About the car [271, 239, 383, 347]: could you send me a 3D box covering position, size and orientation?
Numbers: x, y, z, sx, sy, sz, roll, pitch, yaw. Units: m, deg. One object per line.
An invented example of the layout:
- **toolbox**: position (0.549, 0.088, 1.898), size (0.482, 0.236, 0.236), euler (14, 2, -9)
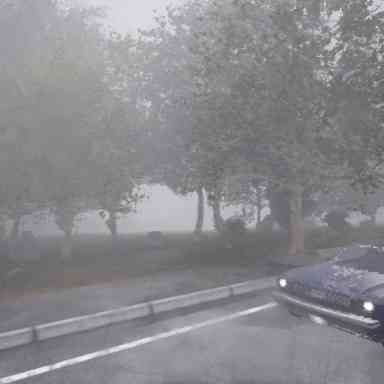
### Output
- **car**: position (3.711, 1.652, 6.336), size (4.718, 1.301, 1.895), euler (1, 0, -36)
